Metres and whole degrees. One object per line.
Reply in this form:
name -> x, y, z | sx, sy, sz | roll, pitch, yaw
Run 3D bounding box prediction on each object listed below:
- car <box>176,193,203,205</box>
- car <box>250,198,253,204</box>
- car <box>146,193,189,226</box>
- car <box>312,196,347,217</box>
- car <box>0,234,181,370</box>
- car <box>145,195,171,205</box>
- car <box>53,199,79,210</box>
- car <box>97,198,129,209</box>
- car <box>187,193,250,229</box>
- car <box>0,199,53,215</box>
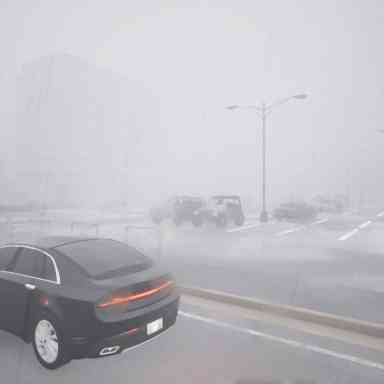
car -> -0.343, 1.226, 60.085 | 2.150, 2.045, 5.566 | 0, 0, 34
car -> 9.835, 1.505, 62.475 | 1.837, 1.490, 4.892 | 0, 0, 34
car -> -0.660, 1.153, 21.899 | 1.932, 1.855, 4.605 | 0, 0, 34
car -> 13.749, 1.395, 33.166 | 1.970, 1.475, 3.806 | 0, 0, 34
car -> -2.454, 1.505, 5.750 | 4.892, 1.490, 1.837 | 0, 0, 36
car -> -5.907, 1.351, 58.166 | 2.097, 1.767, 4.553 | 0, 0, 34
car -> -16.892, 1.547, 41.927 | 2.033, 1.411, 5.357 | 0, 0, 34
car -> -10.588, 1.526, 44.999 | 1.812, 1.442, 4.674 | 0, 0, 34
car -> 1.704, 1.156, 20.229 | 1.905, 1.878, 3.866 | 0, 0, 34
car -> -17.502, 1.601, 34.752 | 1.895, 1.301, 4.718 | 0, 0, 34
